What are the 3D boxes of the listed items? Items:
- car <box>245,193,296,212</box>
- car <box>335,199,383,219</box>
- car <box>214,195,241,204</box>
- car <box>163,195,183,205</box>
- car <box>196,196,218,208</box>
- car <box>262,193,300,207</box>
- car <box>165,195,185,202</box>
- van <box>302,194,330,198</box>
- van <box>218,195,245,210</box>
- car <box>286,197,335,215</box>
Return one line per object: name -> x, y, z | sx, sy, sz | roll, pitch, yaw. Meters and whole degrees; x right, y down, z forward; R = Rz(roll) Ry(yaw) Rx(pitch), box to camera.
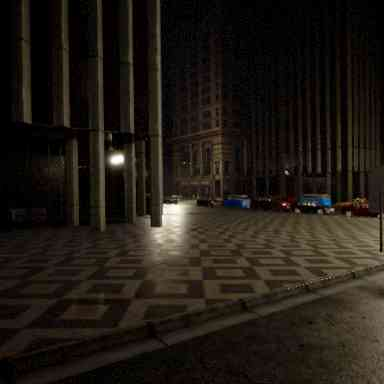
car -> 8.862, 1.288, 37.849 | 2.192, 1.841, 5.009 | -1, 1, -36
car -> 15.325, 1.565, 28.886 | 1.887, 1.381, 4.507 | -1, 1, -36
car -> 6.006, 1.293, 56.413 | 1.752, 1.417, 4.829 | -1, 1, -36
car -> -4.059, 1.436, 55.781 | 2.008, 1.369, 4.403 | -1, 1, -36
car -> 2.402, 1.369, 46.815 | 1.967, 1.590, 4.097 | -1, 1, -36
car -> 12.560, 1.128, 47.307 | 2.192, 1.841, 5.009 | -1, 1, -36
car -> -3.581, 1.254, 69.726 | 2.008, 1.369, 4.403 | -1, 1, -36
van -> 15.790, 1.176, 42.824 | 1.690, 1.788, 3.998 | -1, 1, -36
van -> 5.631, 1.292, 42.332 | 1.690, 1.788, 3.998 | -1, 1, -36
car -> 12.094, 1.547, 33.369 | 2.008, 1.369, 4.403 | -1, 1, -36
